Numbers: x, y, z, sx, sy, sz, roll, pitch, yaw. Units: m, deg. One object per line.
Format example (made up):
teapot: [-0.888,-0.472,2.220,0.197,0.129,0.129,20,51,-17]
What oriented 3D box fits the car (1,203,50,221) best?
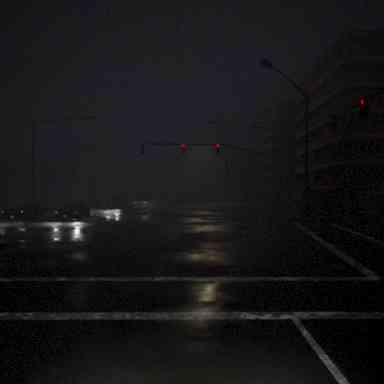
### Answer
car: [-13.213,1.545,26.843,1.895,1.301,4.718,0,0,3]

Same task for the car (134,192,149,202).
car: [-9.153,0.813,60.068,2.097,1.767,4.553,0,1,1]

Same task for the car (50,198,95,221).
car: [-9.377,1.472,26.435,1.812,1.442,4.674,0,0,-4]

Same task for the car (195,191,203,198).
car: [1.616,0.609,75.807,1.837,1.490,4.892,0,1,1]

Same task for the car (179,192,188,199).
car: [-1.882,0.741,75.897,2.033,1.411,5.357,0,1,1]

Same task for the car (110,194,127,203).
car: [-12.690,1.072,57.545,1.994,1.385,4.181,0,1,1]

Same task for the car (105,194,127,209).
car: [-9.420,1.275,41.542,2.128,1.511,4.902,0,1,1]

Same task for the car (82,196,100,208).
car: [-12.923,1.265,41.336,1.882,1.535,5.008,0,2,1]

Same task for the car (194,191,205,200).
car: [1.489,0.711,65.761,2.097,1.767,4.553,0,1,1]

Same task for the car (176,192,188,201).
car: [-1.959,0.984,61.413,2.033,1.411,5.357,0,1,0]
